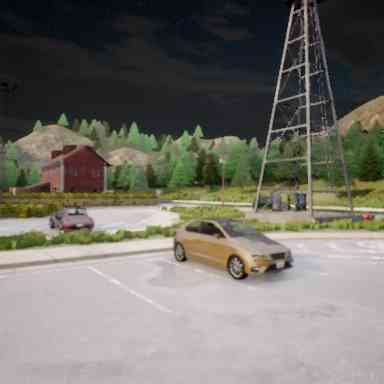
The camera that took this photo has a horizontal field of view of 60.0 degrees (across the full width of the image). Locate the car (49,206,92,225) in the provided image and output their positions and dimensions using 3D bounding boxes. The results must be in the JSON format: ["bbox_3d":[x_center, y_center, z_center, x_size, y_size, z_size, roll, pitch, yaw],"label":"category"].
[{"bbox_3d":[-7.304,1.582,20.083,1.784,1.438,3.905,1,0,-35],"label":"car"}]

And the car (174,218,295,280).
[{"bbox_3d":[1.085,1.579,10.256,1.816,1.474,4.193,1,0,-35],"label":"car"}]

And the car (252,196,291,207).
[{"bbox_3d":[10.616,1.580,44.849,2.150,2.045,5.566,1,-1,-34],"label":"car"}]
